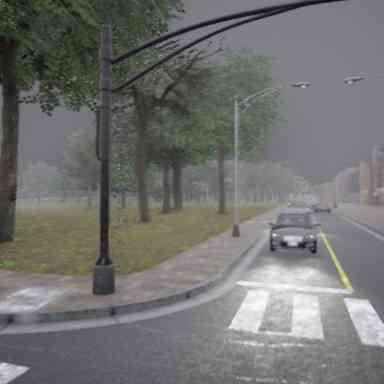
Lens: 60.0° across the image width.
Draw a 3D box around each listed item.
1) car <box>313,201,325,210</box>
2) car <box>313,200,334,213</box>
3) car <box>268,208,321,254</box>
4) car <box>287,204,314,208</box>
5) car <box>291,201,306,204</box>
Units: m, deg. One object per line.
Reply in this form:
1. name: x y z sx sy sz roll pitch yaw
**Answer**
1. car: 21.184 2.197 55.603 1.812 1.442 4.674 0 -1 18
2. car: 17.611 2.077 44.841 1.994 1.385 4.181 0 -1 19
3. car: 4.573 1.699 14.887 2.128 1.511 4.902 0 0 18
4. car: 7.459 1.801 23.585 1.812 1.442 4.674 0 -1 18
5. car: 10.571 1.718 32.938 2.097 1.767 4.553 0 -1 19
